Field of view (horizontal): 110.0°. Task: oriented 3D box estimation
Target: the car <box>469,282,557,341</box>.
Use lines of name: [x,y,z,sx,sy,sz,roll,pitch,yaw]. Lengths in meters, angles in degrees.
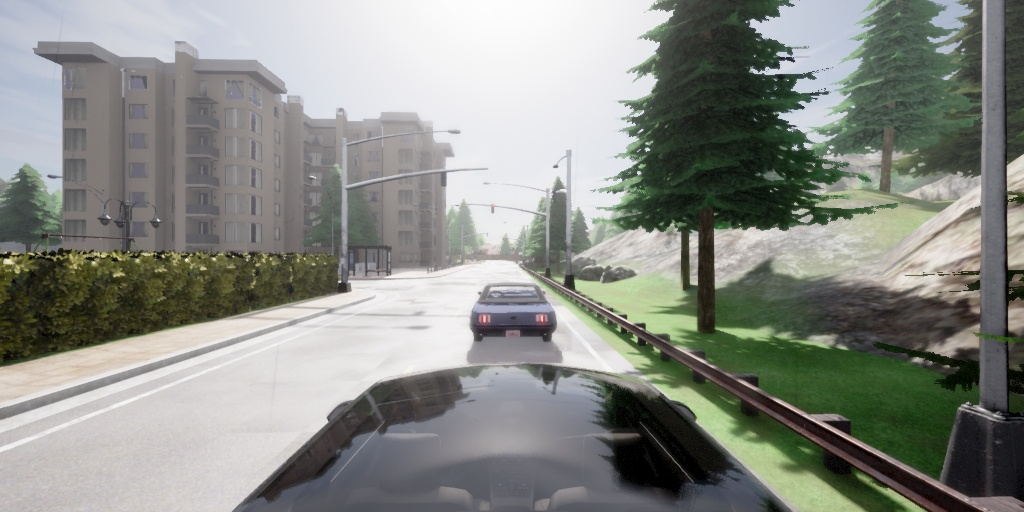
car: [-0.004,1.351,9.782,1.895,1.301,4.718,0,0,-1]
